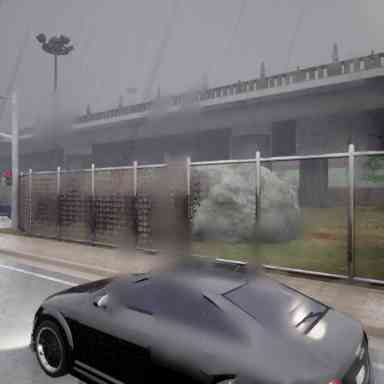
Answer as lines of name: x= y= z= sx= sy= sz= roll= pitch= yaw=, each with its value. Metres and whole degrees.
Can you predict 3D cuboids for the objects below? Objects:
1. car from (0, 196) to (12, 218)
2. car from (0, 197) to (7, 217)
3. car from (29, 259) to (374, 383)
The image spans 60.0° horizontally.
car: x=-15.905 y=1.280 z=27.004 sx=2.150 sy=2.045 sz=5.566 roll=0 pitch=0 yaw=35
car: x=-7.826 y=1.221 z=9.543 sx=5.566 sy=2.045 sz=2.150 roll=0 pitch=0 yaw=36
car: x=-0.146 y=1.564 z=4.094 sx=4.181 sy=1.385 sz=1.994 roll=0 pitch=0 yaw=36
